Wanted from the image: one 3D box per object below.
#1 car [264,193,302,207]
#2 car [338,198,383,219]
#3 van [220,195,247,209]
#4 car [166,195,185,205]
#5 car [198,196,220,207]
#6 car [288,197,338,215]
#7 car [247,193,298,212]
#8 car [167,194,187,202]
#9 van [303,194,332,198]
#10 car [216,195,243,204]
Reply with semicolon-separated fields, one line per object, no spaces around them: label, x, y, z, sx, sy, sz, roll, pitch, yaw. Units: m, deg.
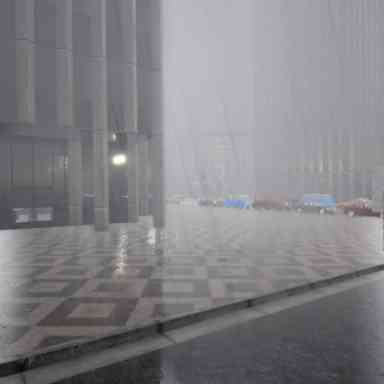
car;12.844;1.111;47.333;2.192;1.841;5.009;-1;1;-36
car;15.538;1.552;28.903;1.887;1.381;4.507;-1;1;-36
van;5.896;1.280;42.385;1.690;1.788;3.998;-1;1;-36
car;-3.742;1.424;55.872;2.008;1.369;4.403;-1;1;-36
car;2.684;1.357;46.881;1.967;1.590;4.097;-1;1;-36
car;12.324;1.534;33.398;2.008;1.369;4.403;-1;1;-36
car;9.109;1.276;37.890;2.192;1.841;5.009;-1;1;-36
car;-3.210;1.239;69.815;2.008;1.369;4.403;-1;1;-36
van;16.056;1.159;42.838;1.690;1.788;3.998;-1;1;-36
car;6.325;1.278;56.465;1.752;1.417;4.829;-1;1;-36
